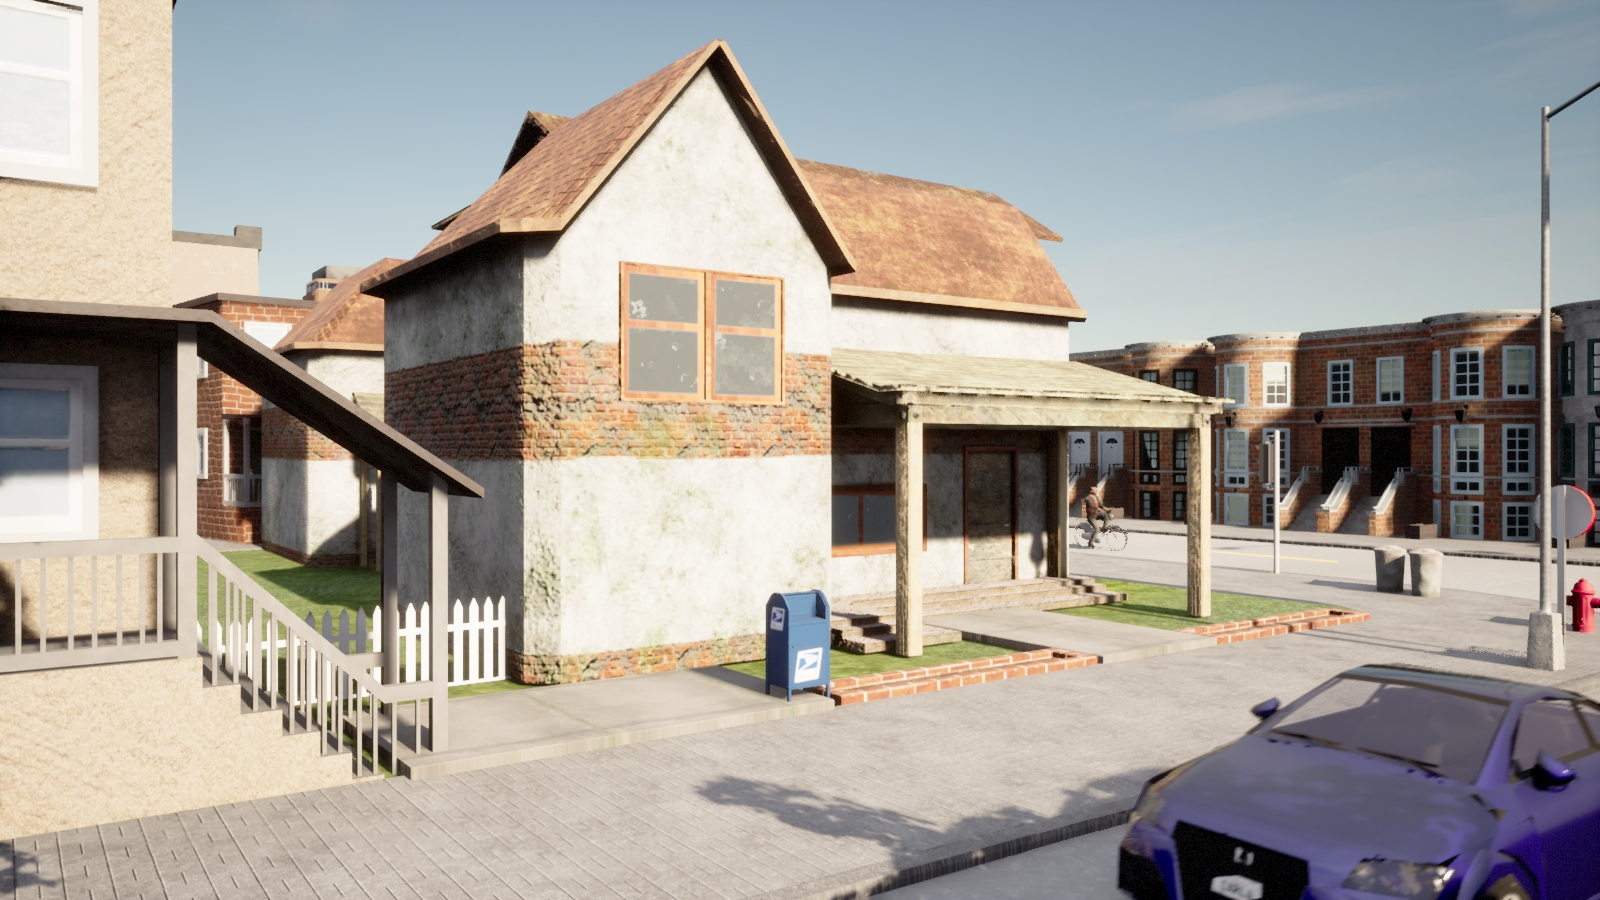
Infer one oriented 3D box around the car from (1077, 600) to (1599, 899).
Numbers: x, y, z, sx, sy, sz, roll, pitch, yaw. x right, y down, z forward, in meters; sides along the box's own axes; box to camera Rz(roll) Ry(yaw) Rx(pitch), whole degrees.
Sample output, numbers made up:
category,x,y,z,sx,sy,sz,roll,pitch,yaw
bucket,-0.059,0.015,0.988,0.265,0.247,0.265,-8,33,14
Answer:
category,x,y,z,sx,sy,sz,roll,pitch,yaw
car,3.928,1.895,7.147,4.181,1.385,1.994,0,0,-35
